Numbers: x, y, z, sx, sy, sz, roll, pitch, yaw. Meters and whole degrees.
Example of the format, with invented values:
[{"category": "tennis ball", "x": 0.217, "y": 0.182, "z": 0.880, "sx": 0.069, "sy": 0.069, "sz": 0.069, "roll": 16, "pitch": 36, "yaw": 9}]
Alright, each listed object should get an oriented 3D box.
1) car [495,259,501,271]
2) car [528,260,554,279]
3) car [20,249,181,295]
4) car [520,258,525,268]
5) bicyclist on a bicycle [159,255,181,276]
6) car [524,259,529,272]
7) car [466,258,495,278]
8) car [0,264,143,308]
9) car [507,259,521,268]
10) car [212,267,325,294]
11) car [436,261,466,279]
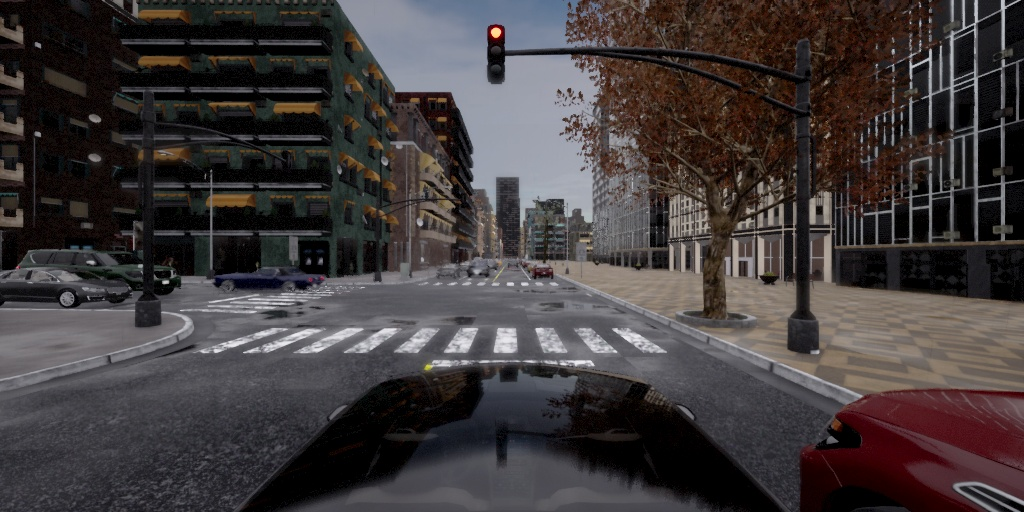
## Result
[{"category": "car", "x": -3.038, "y": 1.273, "z": 50.522, "sx": 2.128, "sy": 1.511, "sz": 4.902, "roll": 0, "pitch": 0, "yaw": 0}, {"category": "car", "x": 2.727, "y": 1.307, "z": 32.345, "sx": 1.888, "sy": 1.381, "sz": 4.507, "roll": 0, "pitch": 0, "yaw": 0}, {"category": "car", "x": -17.771, "y": 0.747, "z": 15.535, "sx": 5.566, "sy": 2.045, "sz": 2.150, "roll": 1, "pitch": 0, "yaw": 0}, {"category": "car", "x": 2.759, "y": 1.375, "z": 60.008, "sx": 1.802, "sy": 1.307, "sz": 4.207, "roll": 0, "pitch": 0, "yaw": 0}, {"category": "bicyclist on a bicycle", "x": -23.142, "y": 0.761, "z": 24.220, "sx": 0.582, "sy": 1.620, "sz": 1.656, "roll": 1, "pitch": 0, "yaw": -1}, {"category": "car", "x": 2.740, "y": 1.298, "z": 43.580, "sx": 1.751, "sy": 1.417, "sz": 4.829, "roll": 0, "pitch": 0, "yaw": 0}, {"category": "car", "x": -3.061, "y": 1.255, "z": 33.855, "sx": 2.128, "sy": 1.511, "sz": 4.902, "roll": 0, "pitch": 0, "yaw": 0}, {"category": "car", "x": -16.422, "y": 1.091, "z": 12.952, "sx": 4.403, "sy": 1.370, "sz": 2.007, "roll": 0, "pitch": 0, "yaw": -1}, {"category": "car", "x": 0.174, "y": 1.289, "z": 63.491, "sx": 2.128, "sy": 1.511, "sz": 4.902, "roll": 0, "pitch": 0, "yaw": 0}, {"category": "car", "x": -12.500, "y": 1.207, "z": 18.601, "sx": 4.718, "sy": 1.301, "sz": 1.895, "roll": 1, "pitch": 0, "yaw": -4}, {"category": "car", "x": -5.653, "y": 1.313, "z": 32.355, "sx": 2.007, "sy": 1.370, "sz": 4.403, "roll": 0, "pitch": 0, "yaw": 0}]
